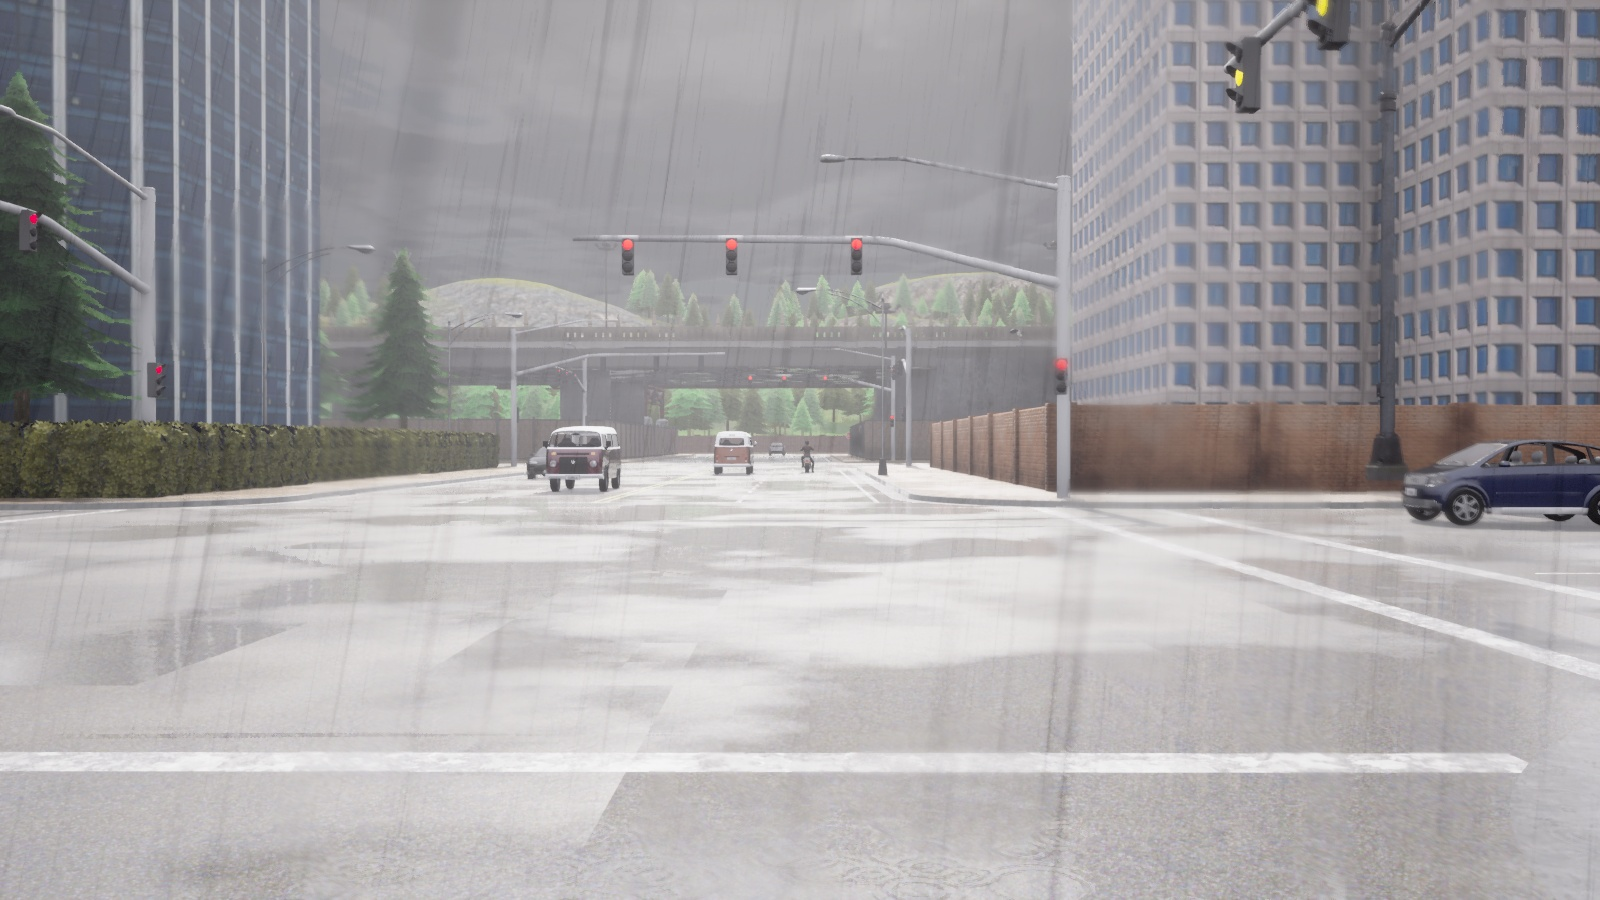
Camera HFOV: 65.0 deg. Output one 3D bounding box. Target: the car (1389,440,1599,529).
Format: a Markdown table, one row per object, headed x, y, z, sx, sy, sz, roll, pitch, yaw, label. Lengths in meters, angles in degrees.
| x | y | z | sx | sy | sz | roll | pitch | yaw | label |
| --- | --- | --- | --- | --- | --- | --- | --- | --- | --- |
| 13.058 | 0.606 | 22.997 | 3.705 | 1.549 | 1.789 | 0 | 0 | 1 | car |

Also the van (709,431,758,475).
| x | y | z | sx | sy | sz | roll | pitch | yaw | label |
| --- | --- | --- | --- | --- | --- | --- | --- | --- | --- |
| -3.158 | 0.126 | 60.408 | 2.069 | 2.038 | 4.480 | 0 | 0 | 0 | van |

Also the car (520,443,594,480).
| x | y | z | sx | sy | sz | roll | pitch | yaw | label |
| --- | --- | --- | --- | --- | --- | --- | --- | --- | --- |
| -10.197 | 0.438 | 53.122 | 2.163 | 1.488 | 4.792 | 0 | 0 | 0 | car |

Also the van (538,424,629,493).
| x | y | z | sx | sy | sz | roll | pitch | yaw | label |
| --- | --- | --- | --- | --- | --- | --- | --- | --- | --- |
| -6.770 | 0.240 | 39.687 | 2.069 | 2.038 | 4.480 | 0 | 0 | 0 | van |
